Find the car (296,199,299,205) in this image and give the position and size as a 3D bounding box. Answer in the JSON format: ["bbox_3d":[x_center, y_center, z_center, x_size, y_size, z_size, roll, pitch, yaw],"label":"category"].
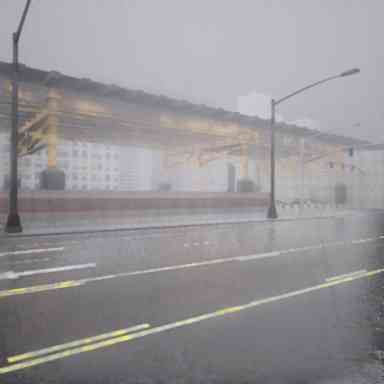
[{"bbox_3d":[11.981,1.795,47.054,4.974,1.542,2.038,0,0,8],"label":"car"}]

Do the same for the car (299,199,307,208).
[{"bbox_3d":[15.723,1.838,49.742,2.038,1.542,4.974,0,0,18],"label":"car"}]

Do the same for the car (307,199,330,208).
[{"bbox_3d":[19.580,1.729,53.499,4.536,1.218,1.853,0,0,-7],"label":"car"}]

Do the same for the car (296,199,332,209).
[{"bbox_3d":[19.630,1.887,53.505,4.974,1.542,2.038,0,0,-7],"label":"car"}]

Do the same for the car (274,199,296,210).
[{"bbox_3d":[11.930,1.637,47.062,4.536,1.218,1.853,0,0,8],"label":"car"}]

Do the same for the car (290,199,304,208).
[{"bbox_3d":[15.740,1.680,49.793,1.853,1.218,4.536,0,0,18],"label":"car"}]
